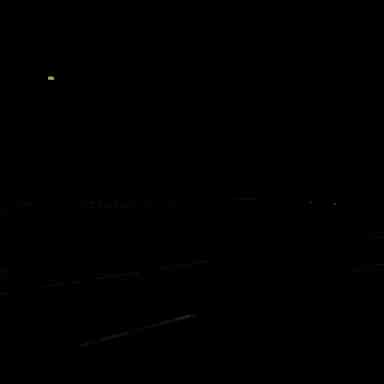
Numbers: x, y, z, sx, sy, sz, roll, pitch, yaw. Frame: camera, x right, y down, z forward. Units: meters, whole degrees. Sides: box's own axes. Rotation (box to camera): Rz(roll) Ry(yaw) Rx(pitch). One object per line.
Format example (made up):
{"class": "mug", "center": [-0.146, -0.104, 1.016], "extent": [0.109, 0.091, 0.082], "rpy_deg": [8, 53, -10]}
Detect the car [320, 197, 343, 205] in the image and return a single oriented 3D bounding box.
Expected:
{"class": "car", "center": [19.444, 1.403, 43.621], "extent": [4.892, 1.490, 1.837], "rpy_deg": [0, 0, -35]}

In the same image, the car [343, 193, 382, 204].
{"class": "car", "center": [21.389, 1.120, 40.714], "extent": [5.566, 2.045, 2.150], "rpy_deg": [0, 0, -35]}

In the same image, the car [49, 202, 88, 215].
{"class": "car", "center": [-10.679, 1.499, 26.461], "extent": [4.674, 1.442, 1.812], "rpy_deg": [0, 0, -35]}

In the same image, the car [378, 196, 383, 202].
{"class": "car", "center": [23.586, 1.424, 37.981], "extent": [4.674, 1.442, 1.812], "rpy_deg": [0, 0, -35]}

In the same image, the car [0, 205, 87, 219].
{"class": "car", "center": [-7.999, 1.538, 15.483], "extent": [5.357, 1.411, 2.033], "rpy_deg": [0, 0, -35]}

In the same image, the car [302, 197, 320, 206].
{"class": "car", "center": [17.364, 1.376, 46.435], "extent": [5.008, 1.535, 1.882], "rpy_deg": [0, 0, -35]}
